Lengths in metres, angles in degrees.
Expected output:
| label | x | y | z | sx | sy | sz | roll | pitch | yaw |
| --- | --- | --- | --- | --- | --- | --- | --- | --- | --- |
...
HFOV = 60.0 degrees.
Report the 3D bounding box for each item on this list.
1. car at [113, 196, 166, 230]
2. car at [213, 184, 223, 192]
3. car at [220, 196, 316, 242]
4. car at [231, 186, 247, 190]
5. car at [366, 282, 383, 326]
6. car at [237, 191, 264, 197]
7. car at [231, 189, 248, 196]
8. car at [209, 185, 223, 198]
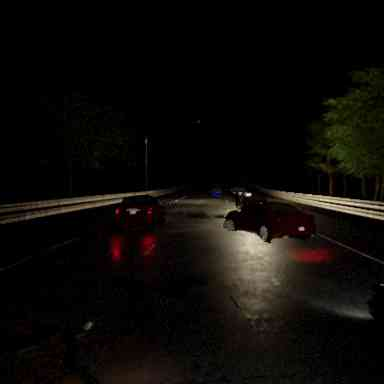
| label | x | y | z | sx | sy | sz | roll | pitch | yaw |
| --- | --- | --- | --- | --- | --- | --- | --- | --- | --- |
| car | -2.723 | 0.968 | 18.172 | 2.097 | 1.767 | 4.553 | 0 | 1 | 3 |
| car | 6.040 | -0.923 | 76.872 | 2.128 | 1.511 | 4.902 | 0 | 4 | 6 |
| car | 3.204 | 1.164 | 14.618 | 1.882 | 1.535 | 5.008 | 0 | 1 | -20 |
| car | 6.541 | 0.222 | 45.797 | 2.150 | 2.045 | 5.566 | 0 | 2 | 6 |
| car | 3.534 | 1.483 | 2.593 | 2.033 | 1.411 | 5.357 | 0 | 1 | 1 |
| car | 4.534 | 0.968 | 24.093 | 1.882 | 1.535 | 5.008 | 0 | 1 | 4 |
| car | 5.466 | 0.760 | 34.837 | 2.128 | 1.511 | 4.902 | 0 | 1 | 6 |
| car | 3.907 | 0.138 | 55.854 | 1.882 | 1.535 | 5.008 | 0 | 2 | 6 |
